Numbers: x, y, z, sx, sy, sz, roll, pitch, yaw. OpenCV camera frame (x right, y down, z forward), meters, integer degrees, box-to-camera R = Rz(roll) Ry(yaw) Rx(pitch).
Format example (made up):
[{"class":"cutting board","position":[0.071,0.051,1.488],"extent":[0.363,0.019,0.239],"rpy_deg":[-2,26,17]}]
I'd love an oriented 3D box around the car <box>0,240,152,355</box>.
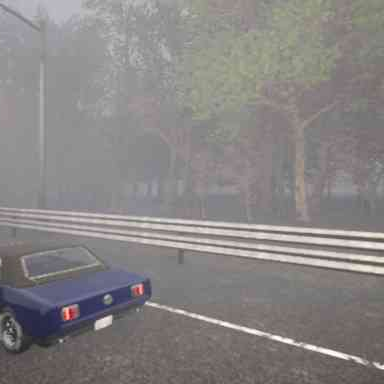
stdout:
[{"class":"car","position":[-3.066,1.564,6.044],"extent":[4.718,1.301,1.895],"rpy_deg":[0,0,35]}]
